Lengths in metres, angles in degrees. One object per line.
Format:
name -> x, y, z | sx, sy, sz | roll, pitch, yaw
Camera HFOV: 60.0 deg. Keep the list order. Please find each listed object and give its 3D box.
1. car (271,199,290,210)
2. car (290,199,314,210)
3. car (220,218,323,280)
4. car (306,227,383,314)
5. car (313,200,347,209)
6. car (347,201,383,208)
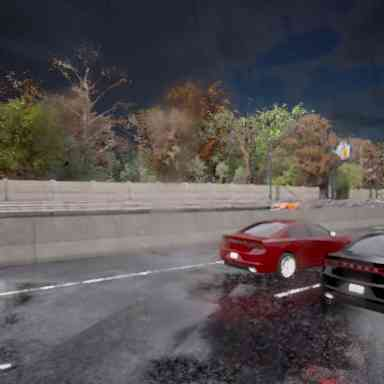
car -> 12.355, 1.692, 42.891 | 4.553, 1.767, 2.097 | 1, 0, -35
car -> 14.508, 1.694, 40.128 | 4.553, 1.767, 2.097 | 1, 0, -35
car -> 3.130, 1.558, 10.279 | 5.008, 1.535, 1.882 | 1, 0, -36
car -> 4.877, 1.555, 7.226 | 5.008, 1.535, 1.882 | 1, 0, -36
car -> 16.003, 1.842, 36.902 | 4.892, 1.490, 1.837 | 1, -1, -35
car -> 18.551, 1.694, 34.417 | 4.553, 1.767, 2.097 | 1, 0, -35
